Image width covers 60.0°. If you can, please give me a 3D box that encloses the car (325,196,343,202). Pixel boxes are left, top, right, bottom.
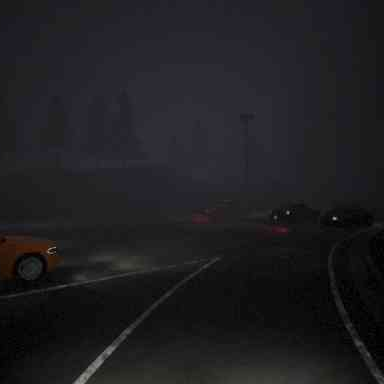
[{"bbox_3d":[21.712,1.398,49.866,4.902,1.511,2.128,0,0,-41],"label":"car"}]

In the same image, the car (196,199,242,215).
[{"bbox_3d":[2.794,1.465,33.555,4.674,1.442,1.812,0,0,-41],"label":"car"}]

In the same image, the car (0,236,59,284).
[{"bbox_3d":[-5.739,1.464,7.715,5.008,1.535,1.882,0,0,-41],"label":"car"}]

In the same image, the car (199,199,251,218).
[{"bbox_3d":[3.129,1.425,29.221,5.008,1.535,1.882,0,0,-41],"label":"car"}]

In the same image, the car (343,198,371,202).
[{"bbox_3d":[23.647,1.477,46.914,4.181,1.385,1.994,0,0,-41],"label":"car"}]

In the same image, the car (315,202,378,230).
[{"bbox_3d":[9.755,1.525,20.750,4.181,1.385,1.994,0,0,-44],"label":"car"}]

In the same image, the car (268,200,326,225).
[{"bbox_3d":[7.287,1.482,23.567,4.674,1.442,1.812,0,0,-41],"label":"car"}]

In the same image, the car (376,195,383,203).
[{"bbox_3d":[36.399,1.385,62.636,4.892,1.490,1.837,0,0,-41],"label":"car"}]
